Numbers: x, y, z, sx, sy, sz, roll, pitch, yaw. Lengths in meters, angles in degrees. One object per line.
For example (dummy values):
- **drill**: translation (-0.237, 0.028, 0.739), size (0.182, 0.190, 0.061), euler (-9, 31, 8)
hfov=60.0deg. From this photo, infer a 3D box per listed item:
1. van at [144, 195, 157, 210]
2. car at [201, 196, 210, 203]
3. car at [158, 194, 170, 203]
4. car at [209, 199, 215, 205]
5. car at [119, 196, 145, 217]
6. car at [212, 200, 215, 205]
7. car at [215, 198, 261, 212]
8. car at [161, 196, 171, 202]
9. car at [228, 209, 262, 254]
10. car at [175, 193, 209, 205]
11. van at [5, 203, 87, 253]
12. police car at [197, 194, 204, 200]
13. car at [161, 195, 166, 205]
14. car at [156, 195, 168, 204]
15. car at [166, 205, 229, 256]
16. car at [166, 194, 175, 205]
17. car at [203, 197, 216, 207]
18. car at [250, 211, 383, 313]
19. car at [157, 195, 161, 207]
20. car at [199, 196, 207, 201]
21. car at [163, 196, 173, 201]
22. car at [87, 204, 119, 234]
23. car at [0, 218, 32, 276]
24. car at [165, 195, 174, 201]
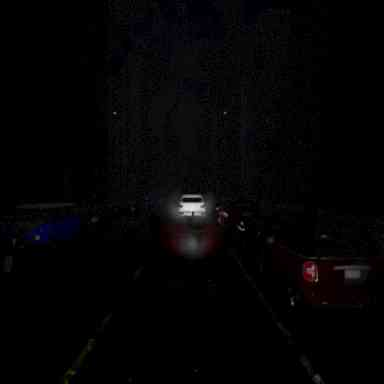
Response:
- **van**: translation (-5.774, 1.334, 41.460), size (1.690, 1.788, 3.998), euler (0, 0, 0)
- **car**: translation (2.745, 1.580, 69.651), size (1.802, 1.307, 4.206), euler (0, 0, 0)
- **car**: translation (-5.781, 1.312, 69.643), size (2.192, 1.841, 5.009), euler (0, 0, 0)
- **car**: translation (2.754, 1.560, 30.197), size (1.947, 1.339, 4.313), euler (0, 0, 0)
- **car**: translation (-5.772, 1.434, 30.187), size (1.967, 1.590, 4.097), euler (0, 0, 0)
- **car**: translation (2.755, 1.540, 24.561), size (1.887, 1.381, 4.507), euler (0, 0, 0)
- **car**: translation (2.755, 1.312, 18.924), size (2.192, 1.841, 5.009), euler (0, 0, 0)
- **car**: translation (-5.781, 1.565, 75.280), size (1.947, 1.339, 4.313), euler (0, 0, 0)
- **car**: translation (2.757, 1.564, 13.288), size (1.947, 1.339, 4.313), euler (0, 0, 0)
- **car**: translation (0.032, 1.218, 26.934), size (2.150, 2.045, 5.566), euler (0, 0, 0)
- **van**: translation (-5.769, 1.338, 13.277), size (1.690, 1.788, 3.998), euler (0, 0, 0)
- **police car**: translation (2.347, 1.433, 93.559), size (1.930, 1.638, 5.238), euler (0, 0, 0)
- **car**: translation (-5.776, 1.544, 52.733), size (2.008, 1.369, 4.403), euler (0, 0, 0)
- **car**: translation (-5.779, 1.436, 64.006), size (1.967, 1.590, 4.097), euler (0, 0, 0)
- **car**: translation (0.045, 1.490, 13.053), size (2.128, 1.511, 4.902), euler (0, 0, 0)
- **car**: translation (-3.073, 1.520, 57.443), size (1.812, 1.442, 4.674), euler (0, 0, 0)
- **car**: translation (2.749, 1.559, 52.741), size (1.947, 1.339, 4.313), euler (0, 0, 0)
- **car**: translation (2.758, 1.439, 7.651), size (1.967, 1.590, 4.097), euler (0, 0, 0)
- **car**: translation (-5.775, 1.518, 46.927), size (1.752, 1.417, 4.829), euler (0, 0, 0)
- **car**: translation (2.743, 1.583, 80.923), size (1.802, 1.307, 4.206), euler (0, 0, 0)
- **car**: translation (-5.782, 1.567, 80.916), size (1.947, 1.339, 4.313), euler (0, 0, 0)
- **car**: translation (-5.769, 1.436, 18.913), size (1.967, 1.590, 4.097), euler (0, 0, 0)
- **car**: translation (-5.767, 1.543, 7.640), size (1.887, 1.381, 4.507), euler (0, 0, 0)
- **car**: translation (-5.784, 1.554, 86.553), size (2.008, 1.369, 4.403), euler (0, 0, 0)
